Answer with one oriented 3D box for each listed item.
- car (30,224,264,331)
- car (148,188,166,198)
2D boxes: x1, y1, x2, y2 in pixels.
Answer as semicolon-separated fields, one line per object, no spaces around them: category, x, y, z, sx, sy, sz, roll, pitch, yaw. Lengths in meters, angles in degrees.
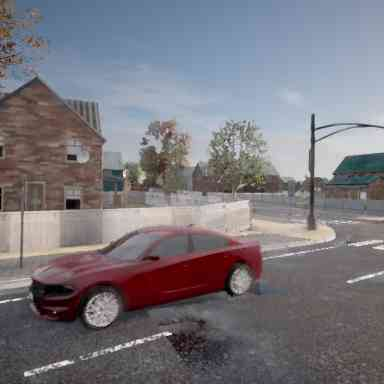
car;-0.671;1.481;7.056;5.008;1.535;1.882;0;0;-35
car;-6.545;0.336;61.635;2.150;2.045;5.566;1;1;-21
